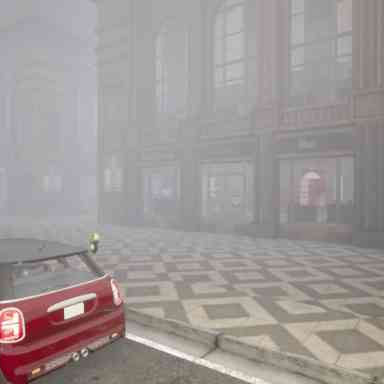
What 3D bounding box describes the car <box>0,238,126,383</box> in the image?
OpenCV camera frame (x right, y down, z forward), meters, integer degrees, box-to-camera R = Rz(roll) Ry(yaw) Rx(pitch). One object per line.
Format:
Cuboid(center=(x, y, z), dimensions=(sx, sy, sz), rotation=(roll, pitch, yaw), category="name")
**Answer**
Cuboid(center=(-2.983, 1.439, 5.092), dimensions=(4.097, 1.590, 1.967), rotation=(0, 0, 36), category="car")
